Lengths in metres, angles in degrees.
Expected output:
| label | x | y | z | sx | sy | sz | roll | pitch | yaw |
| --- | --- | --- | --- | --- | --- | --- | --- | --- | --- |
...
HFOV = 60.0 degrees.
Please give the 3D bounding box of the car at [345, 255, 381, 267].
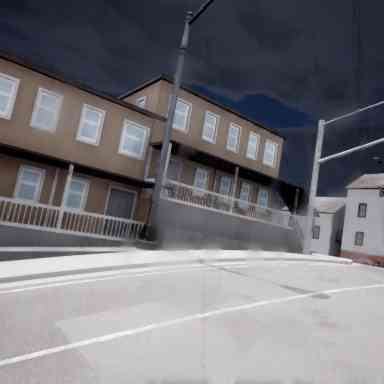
| label | x | y | z | sx | sy | sz | roll | pitch | yaw |
| --- | --- | --- | --- | --- | --- | --- | --- | --- | --- |
| car | 15.045 | 6.593 | 30.723 | 1.994 | 1.385 | 4.181 | 15 | -17 | -34 |
